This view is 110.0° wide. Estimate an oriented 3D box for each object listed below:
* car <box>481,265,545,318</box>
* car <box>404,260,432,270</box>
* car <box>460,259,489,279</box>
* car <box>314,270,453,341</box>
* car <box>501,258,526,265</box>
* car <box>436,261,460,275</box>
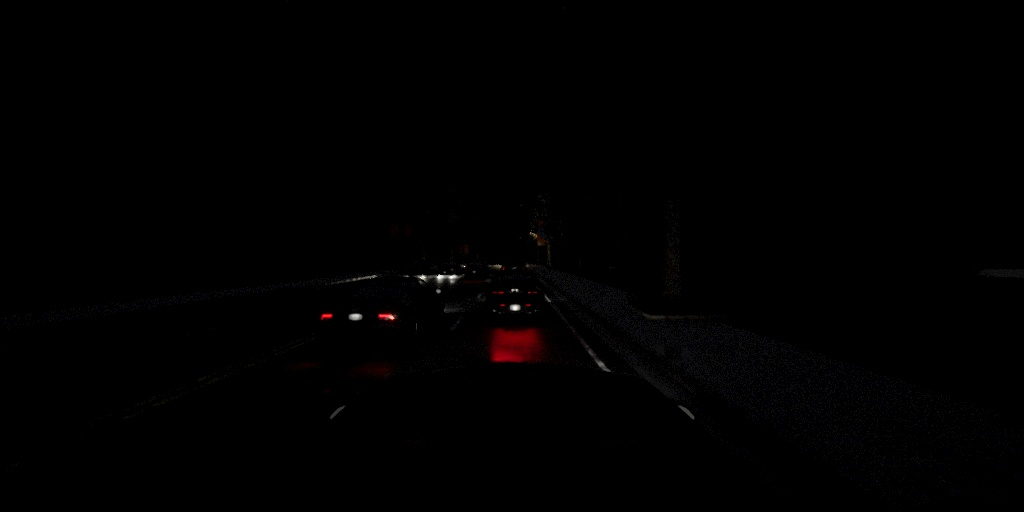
[{"bbox_3d":[0.101,1.232,12.796,1.837,1.490,4.892,0,0,0],"label":"car"},{"bbox_3d":[-9.801,1.172,37.660,1.882,1.535,5.008,0,0,0],"label":"car"},{"bbox_3d":[-3.118,1.174,32.223,1.882,1.535,5.008,0,0,0],"label":"car"},{"bbox_3d":[-3.164,1.279,9.781,2.033,1.411,5.357,0,0,0],"label":"car"},{"bbox_3d":[0.127,1.051,30.232,2.097,1.767,4.553,0,0,0],"label":"car"},{"bbox_3d":[-6.555,1.242,37.597,2.033,1.411,5.357,0,0,0],"label":"car"}]
